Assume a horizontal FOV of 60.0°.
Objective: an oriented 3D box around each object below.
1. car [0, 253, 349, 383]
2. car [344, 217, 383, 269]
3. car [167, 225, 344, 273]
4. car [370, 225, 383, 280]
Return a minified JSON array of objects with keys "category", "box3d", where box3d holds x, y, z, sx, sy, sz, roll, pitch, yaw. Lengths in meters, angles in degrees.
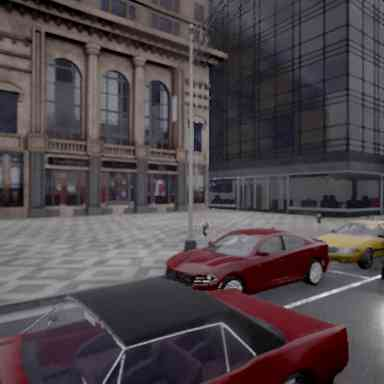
[{"category":"car","box3d":[-0.742,1.614,2.872,4.718,1.301,1.895,0,0,-36]},{"category":"car","box3d":[5.828,1.540,11.194,4.829,1.417,1.752,0,0,-37]},{"category":"car","box3d":[1.460,1.566,7.926,4.507,1.381,1.887,0,0,-37]},{"category":"car","box3d":[6.518,1.568,8.269,4.181,1.385,1.994,0,0,-37]}]
